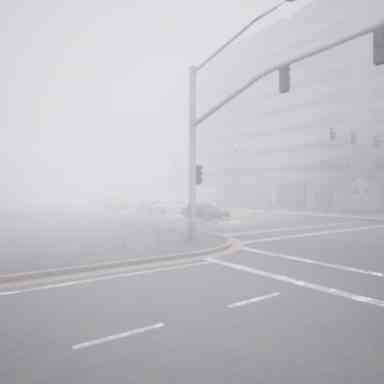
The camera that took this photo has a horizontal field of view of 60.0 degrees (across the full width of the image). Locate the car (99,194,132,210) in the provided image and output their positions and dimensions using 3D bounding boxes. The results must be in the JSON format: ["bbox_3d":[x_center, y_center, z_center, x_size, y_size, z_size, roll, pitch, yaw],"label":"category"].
[{"bbox_3d":[-10.240,1.436,44.415,2.097,1.767,4.553,0,0,-35],"label":"car"}]

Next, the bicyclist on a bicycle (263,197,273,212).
[{"bbox_3d":[8.459,1.403,36.991,1.656,1.620,0.582,0,0,-35],"label":"bicyclist on a bicycle"}]

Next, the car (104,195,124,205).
[{"bbox_3d":[-14.988,1.449,63.550,2.097,1.767,4.553,0,0,-35],"label":"car"}]

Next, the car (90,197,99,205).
[{"bbox_3d":[-16.932,1.582,60.221,2.128,1.511,4.902,0,0,-35],"label":"car"}]

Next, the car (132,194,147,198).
[{"bbox_3d":[-9.477,1.318,55.772,2.150,2.045,5.566,0,0,-35],"label":"car"}]

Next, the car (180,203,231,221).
[{"bbox_3d":[1.010,1.631,28.506,2.033,1.411,5.357,0,0,-35],"label":"car"}]

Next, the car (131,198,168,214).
[{"bbox_3d":[-4.543,1.685,36.348,1.895,1.301,4.718,0,0,-35],"label":"car"}]

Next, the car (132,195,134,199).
[{"bbox_3d":[-11.541,1.568,52.625,1.882,1.535,5.008,0,0,-35],"label":"car"}]
